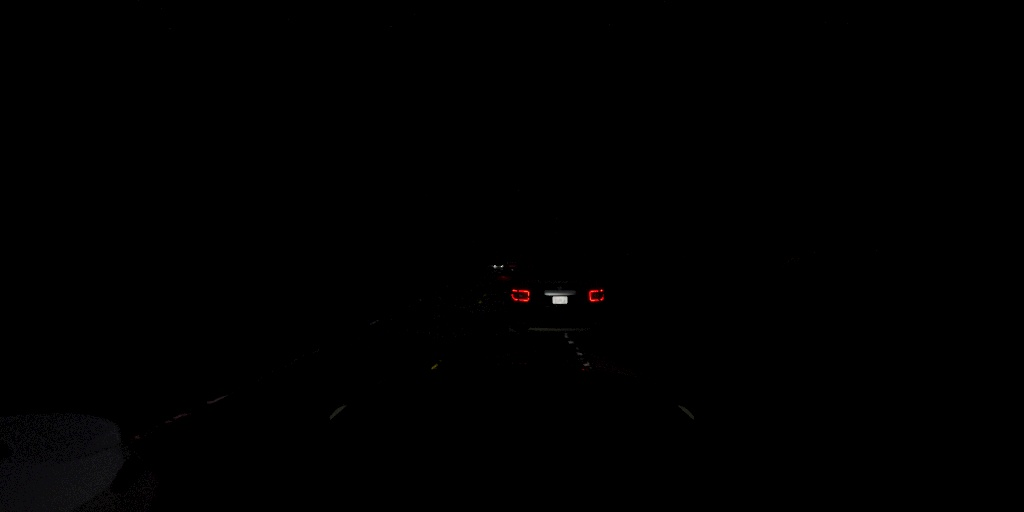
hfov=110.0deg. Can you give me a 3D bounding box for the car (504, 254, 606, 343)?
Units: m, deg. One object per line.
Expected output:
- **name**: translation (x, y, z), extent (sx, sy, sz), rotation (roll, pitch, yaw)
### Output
- **car**: translation (0.958, 0.976, 9.856), extent (2.150, 2.045, 5.566), rotation (0, 0, 0)

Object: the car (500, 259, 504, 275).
- **car**: translation (0.043, 1.228, 38.244), extent (1.882, 1.535, 5.008), rotation (0, 0, 0)
